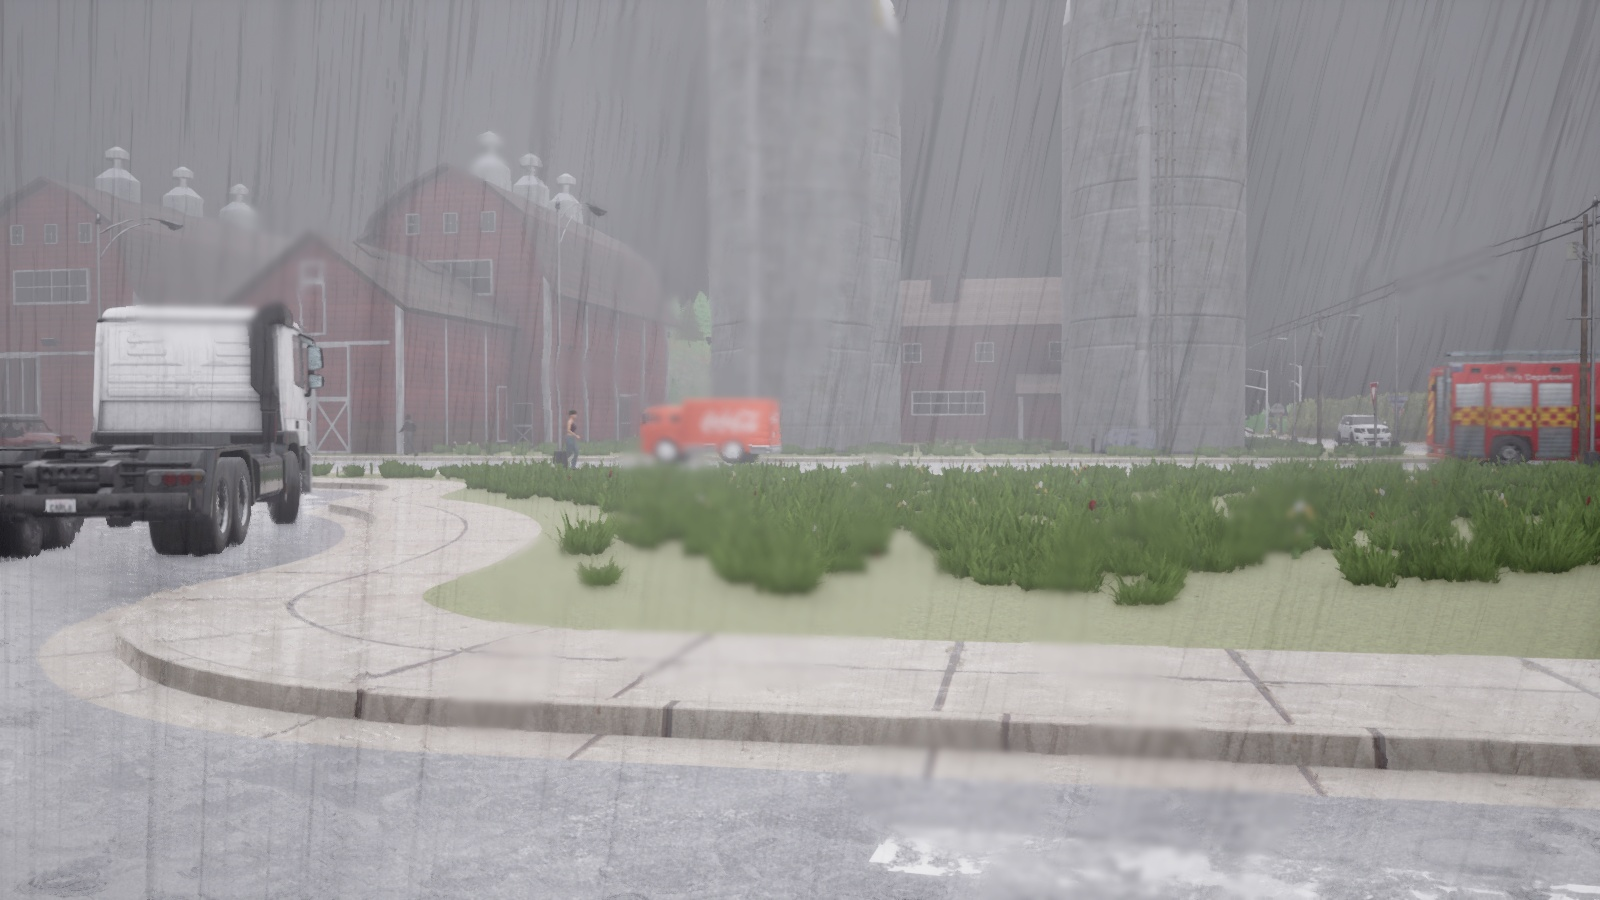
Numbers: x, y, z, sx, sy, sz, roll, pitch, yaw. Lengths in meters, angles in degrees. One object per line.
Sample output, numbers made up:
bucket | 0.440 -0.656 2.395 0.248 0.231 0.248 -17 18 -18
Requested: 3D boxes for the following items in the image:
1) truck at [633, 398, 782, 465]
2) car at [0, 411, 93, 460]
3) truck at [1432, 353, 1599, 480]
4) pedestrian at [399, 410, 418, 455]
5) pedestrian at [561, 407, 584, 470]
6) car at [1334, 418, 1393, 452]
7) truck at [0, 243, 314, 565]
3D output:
truck | -3.512 -0.714 48.213 5.204 2.467 2.627 1 1 10
car | -30.133 -0.595 49.216 3.866 1.878 1.905 1 1 10
truck | 24.727 -1.045 39.119 8.468 3.827 2.891 1 2 12
pedestrian | -16.941 -0.774 54.296 0.666 1.930 0.402 1 1 11
pedestrian | -6.640 -0.340 36.673 0.594 1.836 0.345 0 1 9
car | 35.505 -0.965 79.236 2.150 2.045 5.566 1 1 11
truck | -8.910 -0.577 17.501 2.891 3.462 7.936 0 1 -13
